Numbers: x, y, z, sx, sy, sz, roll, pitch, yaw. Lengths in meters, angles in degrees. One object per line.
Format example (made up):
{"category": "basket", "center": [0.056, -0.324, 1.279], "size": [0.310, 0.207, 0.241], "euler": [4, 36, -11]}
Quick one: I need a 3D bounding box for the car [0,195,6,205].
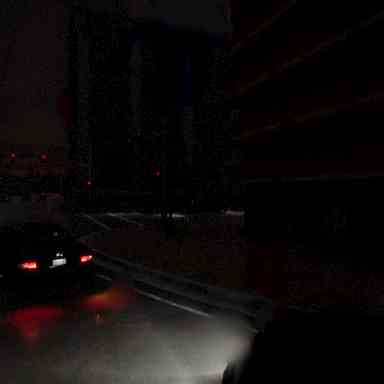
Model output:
{"category": "car", "center": [-34.668, 1.612, 58.830], "size": [1.895, 1.301, 4.718], "euler": [0, 0, -23]}

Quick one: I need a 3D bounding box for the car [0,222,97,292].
{"category": "car", "center": [-4.408, 1.549, 9.099], "size": [2.033, 1.411, 5.357], "euler": [0, 0, -39]}

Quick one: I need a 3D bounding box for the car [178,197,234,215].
{"category": "car", "center": [1.453, 1.564, 34.412], "size": [4.892, 1.490, 1.837], "euler": [0, 0, -22]}

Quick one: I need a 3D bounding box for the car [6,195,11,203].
{"category": "car", "center": [-38.638, 1.368, 68.274], "size": [2.097, 1.767, 4.553], "euler": [0, 0, -23]}

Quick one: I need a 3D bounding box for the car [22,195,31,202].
{"category": "car", "center": [-40.101, 1.540, 80.750], "size": [2.128, 1.511, 4.902], "euler": [0, 0, -23]}

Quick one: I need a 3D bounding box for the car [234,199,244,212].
{"category": "car", "center": [6.702, 1.564, 40.366], "size": [4.892, 1.490, 1.837], "euler": [0, 0, -22]}

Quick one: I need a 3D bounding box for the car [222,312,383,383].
{"category": "car", "center": [2.802, 1.547, 2.070], "size": [5.357, 1.411, 2.033], "euler": [0, 0, 35]}

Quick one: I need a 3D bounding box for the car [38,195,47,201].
{"category": "car", "center": [-37.010, 1.554, 82.428], "size": [2.033, 1.411, 5.357], "euler": [0, 0, -23]}

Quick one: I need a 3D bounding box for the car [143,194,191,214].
{"category": "car", "center": [-2.533, 1.282, 36.552], "size": [5.566, 2.045, 2.150], "euler": [0, 0, -22]}
